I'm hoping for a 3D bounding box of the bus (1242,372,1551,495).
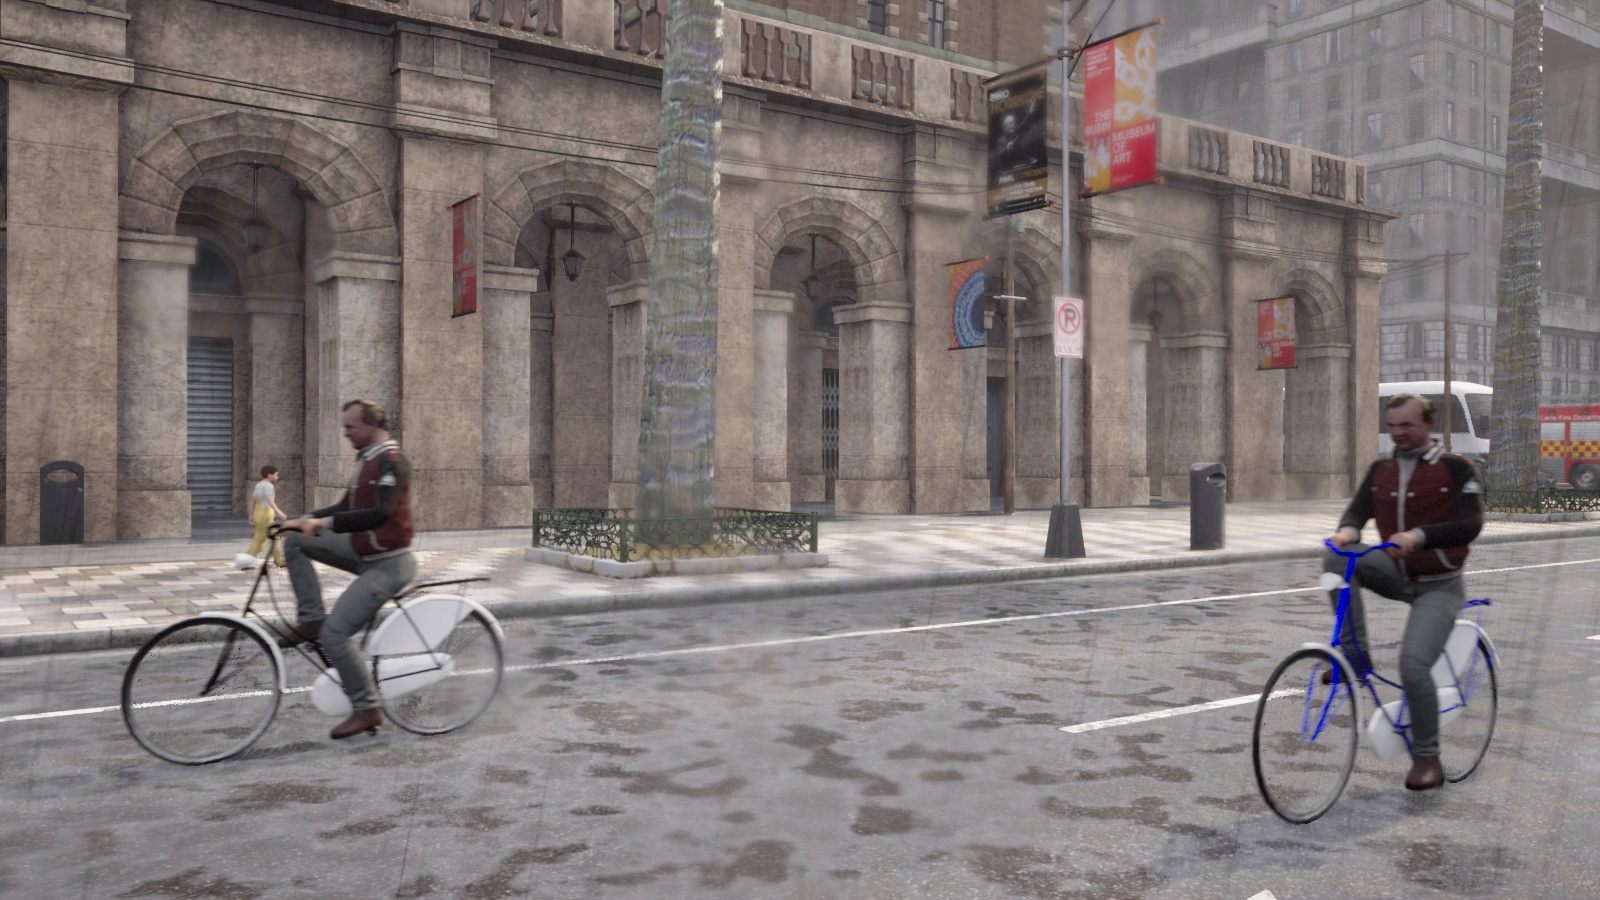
[{"bbox_3d":[22.863,-0.561,48.918,3.944,4.253,10.273,0,0,-35],"label":"bus"}]

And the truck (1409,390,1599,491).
[{"bbox_3d":[29.768,-0.358,51.244,2.891,3.827,8.468,0,0,-35],"label":"truck"}]

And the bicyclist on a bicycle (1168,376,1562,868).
[{"bbox_3d":[2.434,0.623,5.323,1.843,1.776,0.659,0,0,-34],"label":"bicyclist on a bicycle"}]

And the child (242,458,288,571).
[{"bbox_3d":[-6.123,0.730,14.371,0.437,1.263,0.270,0,0,-38],"label":"child"}]

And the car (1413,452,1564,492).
[{"bbox_3d":[26.913,0.813,49.256,1.837,1.490,4.892,0,0,-34],"label":"car"}]

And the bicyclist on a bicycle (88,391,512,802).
[{"bbox_3d":[-2.435,0.636,6.222,1.843,1.776,0.659,0,0,-35],"label":"bicyclist on a bicycle"}]
